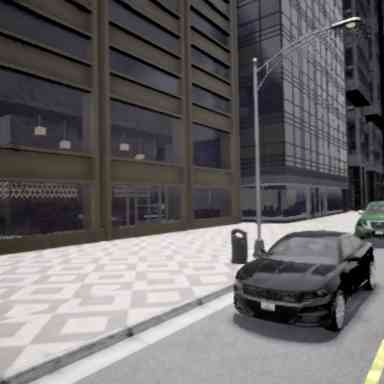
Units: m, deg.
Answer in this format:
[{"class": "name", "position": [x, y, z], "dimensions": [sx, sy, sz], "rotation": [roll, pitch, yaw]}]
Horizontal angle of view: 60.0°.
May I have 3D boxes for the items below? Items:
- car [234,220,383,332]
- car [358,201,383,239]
[{"class": "car", "position": [2.757, 1.635, 7.472], "dimensions": [1.882, 1.535, 5.008], "rotation": [-2, -2, 37]}, {"class": "car", "position": [9.908, 1.480, 16.858], "dimensions": [2.150, 2.045, 5.566], "rotation": [-2, -2, 37]}]
